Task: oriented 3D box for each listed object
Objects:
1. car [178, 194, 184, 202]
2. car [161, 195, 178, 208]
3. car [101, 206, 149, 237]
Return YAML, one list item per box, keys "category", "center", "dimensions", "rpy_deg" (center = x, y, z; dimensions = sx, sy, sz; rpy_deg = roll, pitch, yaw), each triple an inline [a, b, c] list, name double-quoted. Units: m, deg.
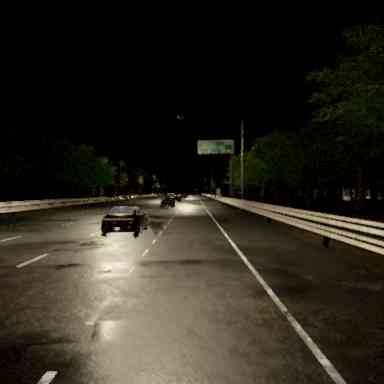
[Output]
- category: "car"
  center: [-3.221, 1.491, 72.802]
  dimensions: [1.812, 1.442, 4.674]
  rpy_deg: [0, 0, 0]
- category: "car"
  center: [-3.358, 1.497, 47.606]
  dimensions: [1.837, 1.490, 4.892]
  rpy_deg: [0, 0, 0]
- category: "car"
  center: [-3.475, 1.495, 17.888]
  dimensions: [2.128, 1.511, 4.902]
  rpy_deg: [0, 0, 0]
